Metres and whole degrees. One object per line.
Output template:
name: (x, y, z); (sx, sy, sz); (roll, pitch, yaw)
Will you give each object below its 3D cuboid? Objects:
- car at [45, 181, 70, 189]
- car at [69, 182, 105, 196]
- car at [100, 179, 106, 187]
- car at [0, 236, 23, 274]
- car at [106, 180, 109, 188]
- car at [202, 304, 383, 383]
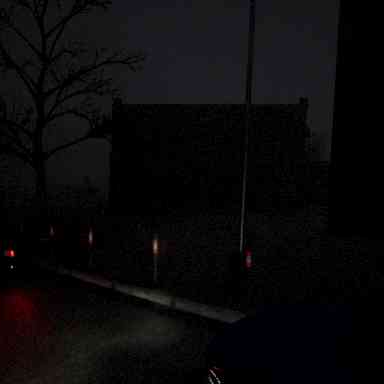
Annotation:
car: (-26.715, -1.485, 65.558); (4.553, 1.767, 2.185); (3, 2, 20)
car: (-15.638, -0.255, 49.851); (1.882, 1.535, 5.008); (3, 2, 16)
car: (-22.933, -1.640, 75.927); (4.892, 1.521, 2.231); (3, 3, 20)
car: (-6.579, 1.478, 9.049); (4.718, 1.301, 1.895); (2, 1, 39)
car: (-21.033, -2.047, 81.093); (5.566, 2.045, 2.435); (3, 3, 20)
car: (2.371, 1.477, 2.110); (5.008, 1.535, 1.882); (0, 0, 35)
